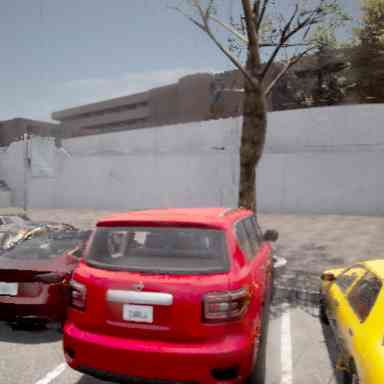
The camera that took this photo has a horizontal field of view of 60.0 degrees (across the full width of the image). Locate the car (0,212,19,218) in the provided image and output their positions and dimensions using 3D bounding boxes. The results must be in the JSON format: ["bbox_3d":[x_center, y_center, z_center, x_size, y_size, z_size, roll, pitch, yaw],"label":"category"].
[{"bbox_3d":[-7.125,1.506,10.896,2.185,1.767,4.553,0,-1,15],"label":"car"}]

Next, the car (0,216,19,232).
[{"bbox_3d":[-4.684,1.594,9.131,2.231,1.521,4.892,0,-1,15],"label":"car"}]

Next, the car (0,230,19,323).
[{"bbox_3d":[-2.241,1.585,7.418,2.163,1.488,4.792,-1,-1,15],"label":"car"}]

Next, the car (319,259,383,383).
[{"bbox_3d":[2.697,1.485,4.090,1.946,1.575,5.366,-1,-1,15],"label":"car"}]

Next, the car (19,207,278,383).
[{"bbox_3d":[0.207,1.269,5.683,2.435,2.045,5.566,-1,-1,15],"label":"car"}]
